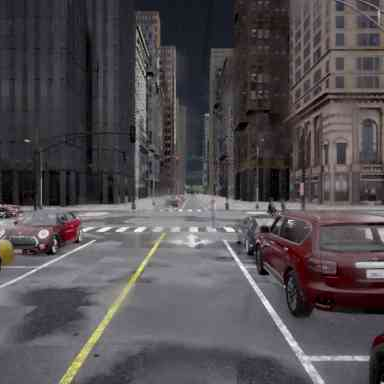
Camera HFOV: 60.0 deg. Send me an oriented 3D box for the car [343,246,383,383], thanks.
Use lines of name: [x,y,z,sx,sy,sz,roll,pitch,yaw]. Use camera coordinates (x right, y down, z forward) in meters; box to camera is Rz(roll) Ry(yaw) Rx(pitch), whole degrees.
car: [2.759,1.440,1.787,1.967,1.590,4.097,0,0,0]

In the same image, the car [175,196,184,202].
car: [-2.833,1.602,76.908,1.895,1.301,4.718,0,0,0]

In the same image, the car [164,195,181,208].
car: [-2.983,1.546,48.265,2.033,1.411,5.357,0,0,-1]

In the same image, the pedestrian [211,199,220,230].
pedestrian: [1.326,1.298,19.670,0.375,1.860,0.375,0,0,0]

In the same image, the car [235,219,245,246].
car: [2.758,1.549,12.991,2.008,1.369,4.403,0,0,0]

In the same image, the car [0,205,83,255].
car: [-5.768,1.439,12.989,1.967,1.590,4.097,0,0,0]

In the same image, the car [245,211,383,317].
car: [2.758,1.314,7.389,2.192,1.841,5.009,0,0,0]

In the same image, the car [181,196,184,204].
car: [-2.920,1.353,62.043,2.097,1.767,4.553,0,0,0]

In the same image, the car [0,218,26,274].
car: [-5.767,1.524,7.217,1.752,1.417,4.829,0,0,0]

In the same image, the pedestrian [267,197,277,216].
pedestrian: [4.450,1.140,18.470,0.375,1.860,0.375,0,0,0]

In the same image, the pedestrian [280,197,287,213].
pedestrian: [5.250,1.143,19.071,0.375,1.860,0.375,0,0,0]

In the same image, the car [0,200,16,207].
car: [-16.833,1.401,28.385,4.553,1.767,2.097,0,0,0]
